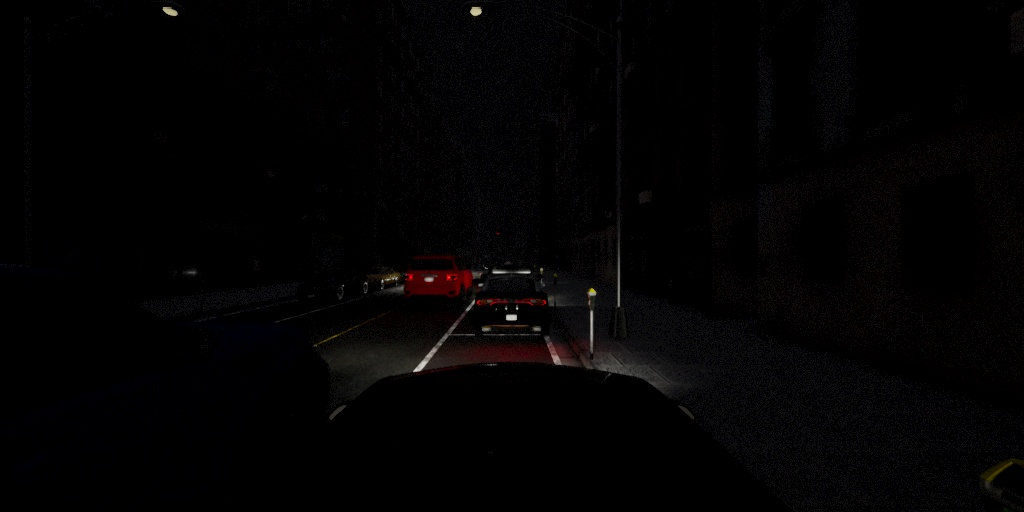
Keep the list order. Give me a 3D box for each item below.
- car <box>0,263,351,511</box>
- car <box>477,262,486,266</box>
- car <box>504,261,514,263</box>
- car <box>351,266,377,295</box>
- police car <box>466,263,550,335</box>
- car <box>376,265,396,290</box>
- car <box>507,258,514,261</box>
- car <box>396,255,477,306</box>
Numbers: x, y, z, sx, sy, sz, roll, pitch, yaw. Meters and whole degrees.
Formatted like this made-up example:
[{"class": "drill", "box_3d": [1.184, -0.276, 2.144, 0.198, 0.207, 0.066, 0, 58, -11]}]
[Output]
[{"class": "car", "box_3d": [-2.933, 0.972, 1.264, 2.150, 2.045, 5.566, 0, 0, 0]}, {"class": "car", "box_3d": [-2.934, 1.350, 28.404, 1.895, 1.301, 4.718, 0, 0, 0]}, {"class": "car", "box_3d": [-0.383, 1.315, 28.035, 1.948, 1.339, 4.313, 0, 0, 0]}, {"class": "car", "box_3d": [-8.408, 1.315, 17.218, 1.948, 1.339, 4.313, 0, 0, 0]}, {"class": "police car", "box_3d": [-0.012, 1.175, 10.610, 1.930, 1.638, 5.238, 0, 0, 0]}, {"class": "car", "box_3d": [-8.408, 1.275, 22.461, 1.751, 1.417, 4.829, 0, 0, 0]}, {"class": "car", "box_3d": [-0.383, 1.269, 39.031, 1.751, 1.417, 4.829, 0, 0, 0]}, {"class": "car", "box_3d": [-3.022, 0.969, 15.809, 2.150, 2.045, 5.566, 0, 0, 0]}]
